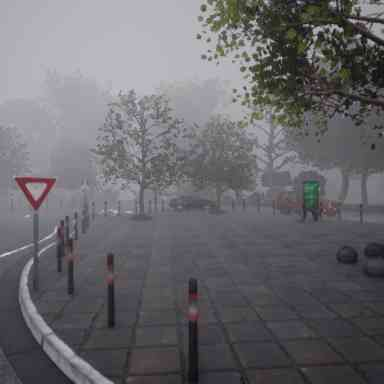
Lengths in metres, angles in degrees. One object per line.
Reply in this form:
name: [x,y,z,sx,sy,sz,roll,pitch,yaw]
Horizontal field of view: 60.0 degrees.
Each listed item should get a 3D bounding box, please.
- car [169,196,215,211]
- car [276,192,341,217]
car: [0.020,1.178,35.212,4.902,1.511,2.128,-1,1,-7]
car: [9.709,0.987,28.267,2.150,2.045,5.566,0,0,-31]
